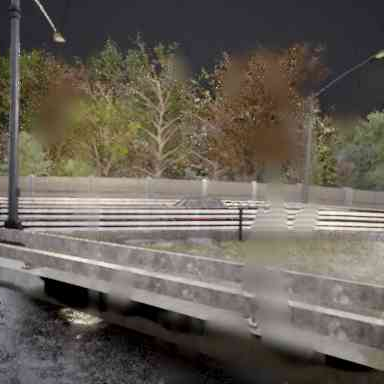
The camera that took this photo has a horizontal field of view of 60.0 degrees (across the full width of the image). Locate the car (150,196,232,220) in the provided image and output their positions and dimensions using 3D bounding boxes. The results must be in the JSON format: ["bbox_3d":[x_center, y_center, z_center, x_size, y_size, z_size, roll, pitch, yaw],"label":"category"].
[{"bbox_3d":[-0.098,1.072,19.047,4.553,1.767,2.097,1,1,-12],"label":"car"}]
